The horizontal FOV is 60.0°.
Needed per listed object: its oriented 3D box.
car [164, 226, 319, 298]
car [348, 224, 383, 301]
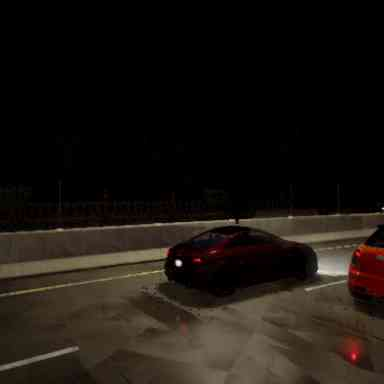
[{"bbox_3d":[1.371,1.600,8.701,4.181,1.385,1.994,0,0,-33],"label":"car"},{"bbox_3d":[5.476,1.383,7.117,4.553,1.767,2.097,0,0,-32],"label":"car"}]
